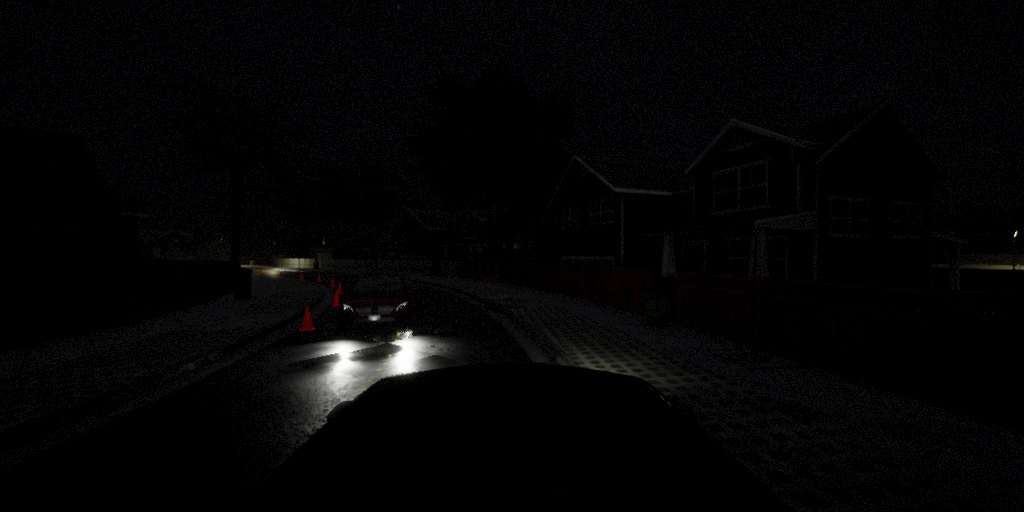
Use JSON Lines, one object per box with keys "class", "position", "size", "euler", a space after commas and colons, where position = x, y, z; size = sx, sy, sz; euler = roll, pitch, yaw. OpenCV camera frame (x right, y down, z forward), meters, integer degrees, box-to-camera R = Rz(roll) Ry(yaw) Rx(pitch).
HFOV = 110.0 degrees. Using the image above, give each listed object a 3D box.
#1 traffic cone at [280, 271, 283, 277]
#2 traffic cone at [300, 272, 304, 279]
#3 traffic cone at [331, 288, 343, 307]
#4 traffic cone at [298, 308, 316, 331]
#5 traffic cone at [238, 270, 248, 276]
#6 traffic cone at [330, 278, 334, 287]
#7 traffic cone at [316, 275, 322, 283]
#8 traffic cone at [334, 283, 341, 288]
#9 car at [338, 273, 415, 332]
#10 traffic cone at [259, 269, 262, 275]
{"class": "traffic cone", "position": [-21.076, 1.633, 32.717], "size": [0.340, 0.580, 0.340], "euler": [0, 0, 37]}
{"class": "traffic cone", "position": [-17.413, 1.643, 29.697], "size": [0.340, 0.580, 0.340], "euler": [0, 0, 43]}
{"class": "traffic cone", "position": [-6.959, 1.690, 14.203], "size": [0.340, 0.580, 0.340], "euler": [0, 0, -21]}
{"class": "traffic cone", "position": [-5.543, 1.700, 9.709], "size": [0.340, 0.580, 0.340], "euler": [0, 0, -14]}
{"class": "traffic cone", "position": [-29.063, 1.615, 38.734], "size": [0.340, 0.580, 0.340], "euler": [0, 0, 37]}
{"class": "traffic cone", "position": [-11.288, 1.665, 22.555], "size": [0.340, 0.580, 0.340], "euler": [0, 0, -34]}
{"class": "traffic cone", "position": [-14.144, 1.653, 26.303], "size": [0.340, 0.580, 0.340], "euler": [0, 0, -41]}
{"class": "traffic cone", "position": [-8.882, 1.677, 18.504], "size": [0.340, 0.580, 0.340], "euler": [0, 0, -27]}
{"class": "car", "position": [-4.074, 1.267, 11.141], "size": [1.812, 1.442, 4.674], "euler": [0, 0, -17]}
{"class": "traffic cone", "position": [-25.070, 1.624, 35.726], "size": [0.340, 0.580, 0.340], "euler": [0, 0, 37]}
